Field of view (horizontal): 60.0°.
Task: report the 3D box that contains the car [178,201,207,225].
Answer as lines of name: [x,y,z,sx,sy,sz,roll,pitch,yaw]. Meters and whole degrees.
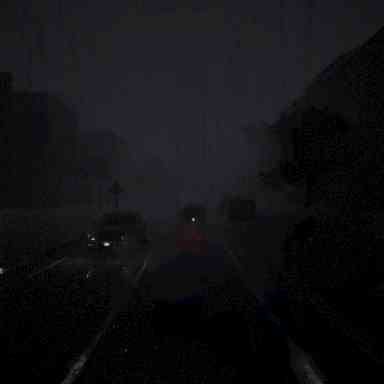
car: [0.099,1.722,26.056,1.837,1.490,4.892,0,0,0]

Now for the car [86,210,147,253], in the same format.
car: [-3.094,1.616,14.471,1.837,1.490,4.892,0,1,0]

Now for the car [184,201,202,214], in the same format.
car: [0.109,1.890,41.845,2.033,1.411,5.357,0,-1,0]

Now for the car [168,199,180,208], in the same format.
car: [-3.043,1.990,56.608,2.128,1.511,4.902,0,-1,0]
